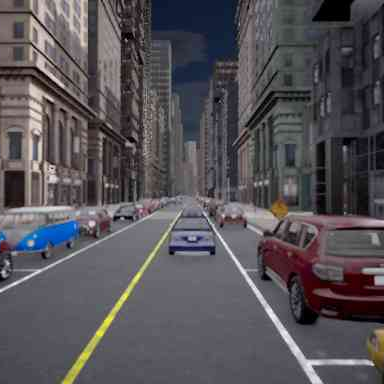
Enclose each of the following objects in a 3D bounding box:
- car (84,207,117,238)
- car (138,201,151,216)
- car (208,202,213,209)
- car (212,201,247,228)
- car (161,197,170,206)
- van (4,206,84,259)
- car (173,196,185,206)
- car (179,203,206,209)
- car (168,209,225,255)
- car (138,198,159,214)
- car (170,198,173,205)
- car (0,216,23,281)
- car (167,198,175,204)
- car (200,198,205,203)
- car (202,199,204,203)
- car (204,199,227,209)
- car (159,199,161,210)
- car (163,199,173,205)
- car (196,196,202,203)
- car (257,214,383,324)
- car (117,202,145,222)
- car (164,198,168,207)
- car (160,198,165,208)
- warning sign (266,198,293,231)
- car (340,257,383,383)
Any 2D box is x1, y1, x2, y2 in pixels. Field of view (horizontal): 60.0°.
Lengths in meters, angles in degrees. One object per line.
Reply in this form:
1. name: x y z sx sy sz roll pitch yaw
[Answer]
1. car: -5.751 1.616 18.396 1.967 1.590 4.097 0 -1 0
2. car: -5.743 1.919 35.199 1.802 1.307 4.206 0 -1 0
3. car: 2.779 1.849 29.597 1.947 1.339 4.313 0 -1 0
4. car: 2.777 1.669 23.996 1.967 1.590 4.097 0 -1 0
5. car: -5.729 2.046 63.208 1.967 1.590 4.097 0 -1 0
6. van: -5.753 1.464 12.795 1.690 1.788 3.998 0 -1 0
7. car: -2.966 2.187 71.746 1.837 1.490 4.892 0 -1 0
8. car: 0.016 1.879 29.114 1.895 1.301 4.718 0 -1 0
9. car: 0.008 1.681 13.994 2.033 1.411 5.357 0 -1 0
10. car: -5.740 1.705 40.803 2.192 1.841 5.009 0 -1 0
11. car: -5.726 1.975 68.810 2.192 1.841 5.009 0 -1 0
12. car: -5.756 1.510 7.193 1.967 1.590 4.097 0 -1 0
13. car: -5.717 2.460 91.214 1.802 1.307 4.206 0 -1 0
14. car: 2.793 2.096 57.607 1.887 1.381 4.507 0 -1 0
15. car: 2.787 1.995 46.403 2.008 1.369 4.403 0 -1 0
16. car: 2.783 1.652 35.201 2.192 1.841 5.009 0 -1 0
17. car: -5.738 1.968 46.233 1.752 1.417 4.829 0 -1 0
18. car: -5.722 2.313 80.012 1.887 1.381 4.507 0 -1 0
19. car: 2.806 2.263 85.617 1.967 1.590 4.097 0 -1 0
20. car: 2.770 1.384 7.191 2.192 1.841 5.009 0 -1 0
21. car: -5.746 1.849 29.598 1.947 1.339 4.313 0 -1 0
22. car: -5.733 2.118 57.605 1.947 1.339 4.313 0 -1 0
23. car: -5.735 2.049 52.004 2.008 1.369 4.403 0 -1 0
24. warning sign: 5.073 1.300 19.306 1.300 1.860 1.060 0 -1 0
25. car: 2.766 1.543 1.758 1.752 1.417 4.829 0 -1 0
